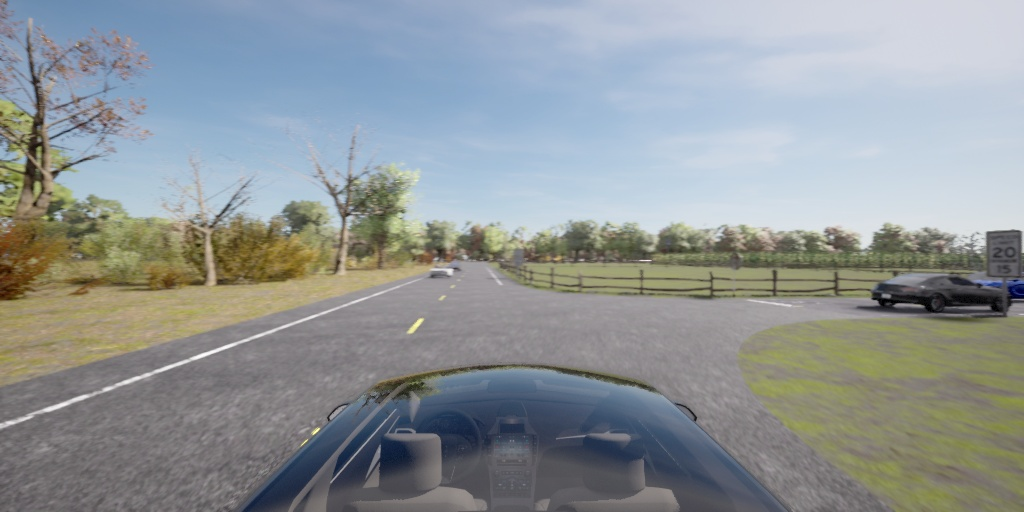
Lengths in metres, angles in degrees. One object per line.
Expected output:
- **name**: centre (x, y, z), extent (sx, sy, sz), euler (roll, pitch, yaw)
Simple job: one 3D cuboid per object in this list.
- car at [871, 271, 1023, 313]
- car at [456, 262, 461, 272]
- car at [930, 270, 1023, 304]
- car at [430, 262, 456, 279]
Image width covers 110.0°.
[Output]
- **car**: centre (17.065, 1.429, 14.390), extent (4.674, 1.442, 1.812), euler (0, -1, -6)
- **car**: centre (-8.487, 1.557, 53.116), extent (2.033, 1.411, 5.357), euler (1, 0, -5)
- **car**: centre (24.367, 1.484, 17.974), extent (5.008, 1.535, 1.882), euler (0, -1, -6)
- **car**: centre (-6.863, 1.490, 35.024), extent (1.895, 1.301, 4.718), euler (1, -1, -5)
